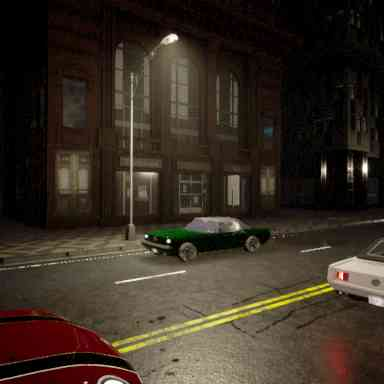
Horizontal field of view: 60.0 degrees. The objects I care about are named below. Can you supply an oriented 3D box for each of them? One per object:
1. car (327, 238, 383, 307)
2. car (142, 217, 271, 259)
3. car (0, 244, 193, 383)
[{"bbox_3d":[5.010,1.597,7.014,4.718,1.301,1.895,0,0,-35],"label":"car"},{"bbox_3d":[0.601,1.598,12.103,4.718,1.301,1.895,0,0,-36],"label":"car"},{"bbox_3d":[-2.424,1.352,1.711,4.553,1.767,2.097,0,0,-36],"label":"car"}]
